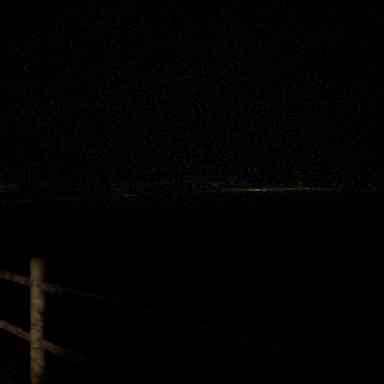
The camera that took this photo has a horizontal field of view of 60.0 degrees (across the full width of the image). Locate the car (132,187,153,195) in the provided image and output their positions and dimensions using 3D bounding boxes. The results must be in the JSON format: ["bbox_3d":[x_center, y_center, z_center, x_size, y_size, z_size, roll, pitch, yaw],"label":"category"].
[{"bbox_3d":[-9.929,-0.280,66.927,1.837,1.490,4.892,0,1,35],"label":"car"}]
